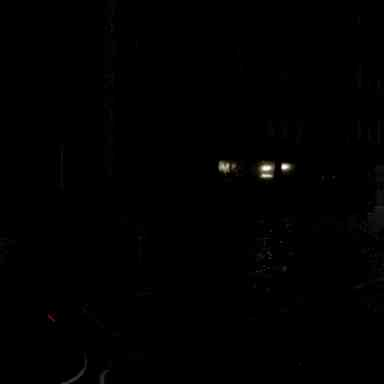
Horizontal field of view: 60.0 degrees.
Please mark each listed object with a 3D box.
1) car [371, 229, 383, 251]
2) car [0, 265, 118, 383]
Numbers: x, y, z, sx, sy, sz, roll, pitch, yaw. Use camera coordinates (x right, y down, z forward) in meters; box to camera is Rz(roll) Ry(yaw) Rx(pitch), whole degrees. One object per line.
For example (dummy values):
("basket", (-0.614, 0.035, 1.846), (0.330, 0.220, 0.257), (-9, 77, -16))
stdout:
("car", (8.866, 1.674, 13.329), (4.206, 1.307, 1.802), (0, 0, -36))
("car", (-2.603, 1.353, 1.476), (4.553, 1.767, 2.097), (0, 0, -36))
